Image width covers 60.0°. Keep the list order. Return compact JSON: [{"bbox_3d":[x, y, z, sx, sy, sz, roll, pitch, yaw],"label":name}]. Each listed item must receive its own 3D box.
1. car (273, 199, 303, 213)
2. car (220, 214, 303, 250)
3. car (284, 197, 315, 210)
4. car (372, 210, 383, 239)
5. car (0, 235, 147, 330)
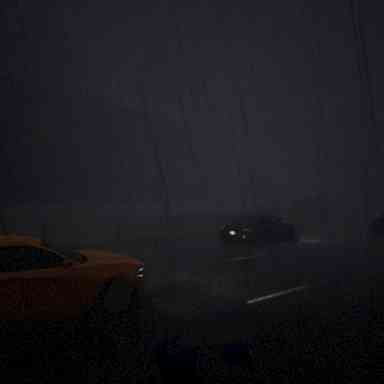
[{"bbox_3d":[12.869,1.814,44.270,2.097,1.767,4.553,0,-1,41],"label":"car"},{"bbox_3d":[3.263,1.718,15.352,4.181,1.385,1.994,1,-1,-39],"label":"car"},{"bbox_3d":[13.677,1.651,39.922,2.150,2.045,5.566,0,-1,42],"label":"car"},{"bbox_3d":[11.338,1.699,17.691,5.008,1.535,1.882,1,-1,-42],"label":"car"},{"bbox_3d":[-3.192,1.510,5.869,5.008,1.535,1.882,1,-1,-36],"label":"car"}]
